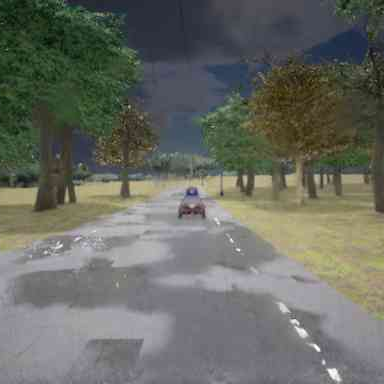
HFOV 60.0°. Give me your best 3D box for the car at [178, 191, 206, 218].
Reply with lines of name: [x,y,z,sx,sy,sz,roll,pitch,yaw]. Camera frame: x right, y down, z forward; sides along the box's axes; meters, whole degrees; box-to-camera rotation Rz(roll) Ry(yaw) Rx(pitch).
car: [0.016,1.034,26.909,2.097,1.767,4.553,0,1,0]

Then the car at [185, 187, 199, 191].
car: [-0.004,0.049,57.565,2.150,2.045,5.566,0,2,0]
